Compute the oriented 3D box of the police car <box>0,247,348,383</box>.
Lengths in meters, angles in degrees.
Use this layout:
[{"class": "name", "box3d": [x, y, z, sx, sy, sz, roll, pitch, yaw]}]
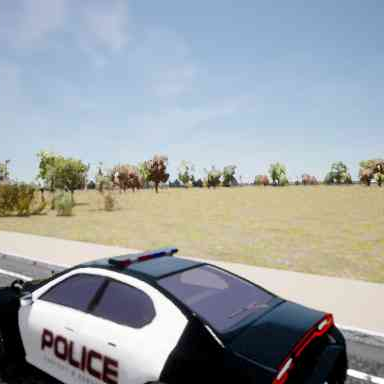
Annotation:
[{"class": "police car", "box3d": [-0.862, 1.525, 4.213, 4.974, 1.542, 2.038, -1, 0, 36]}]
